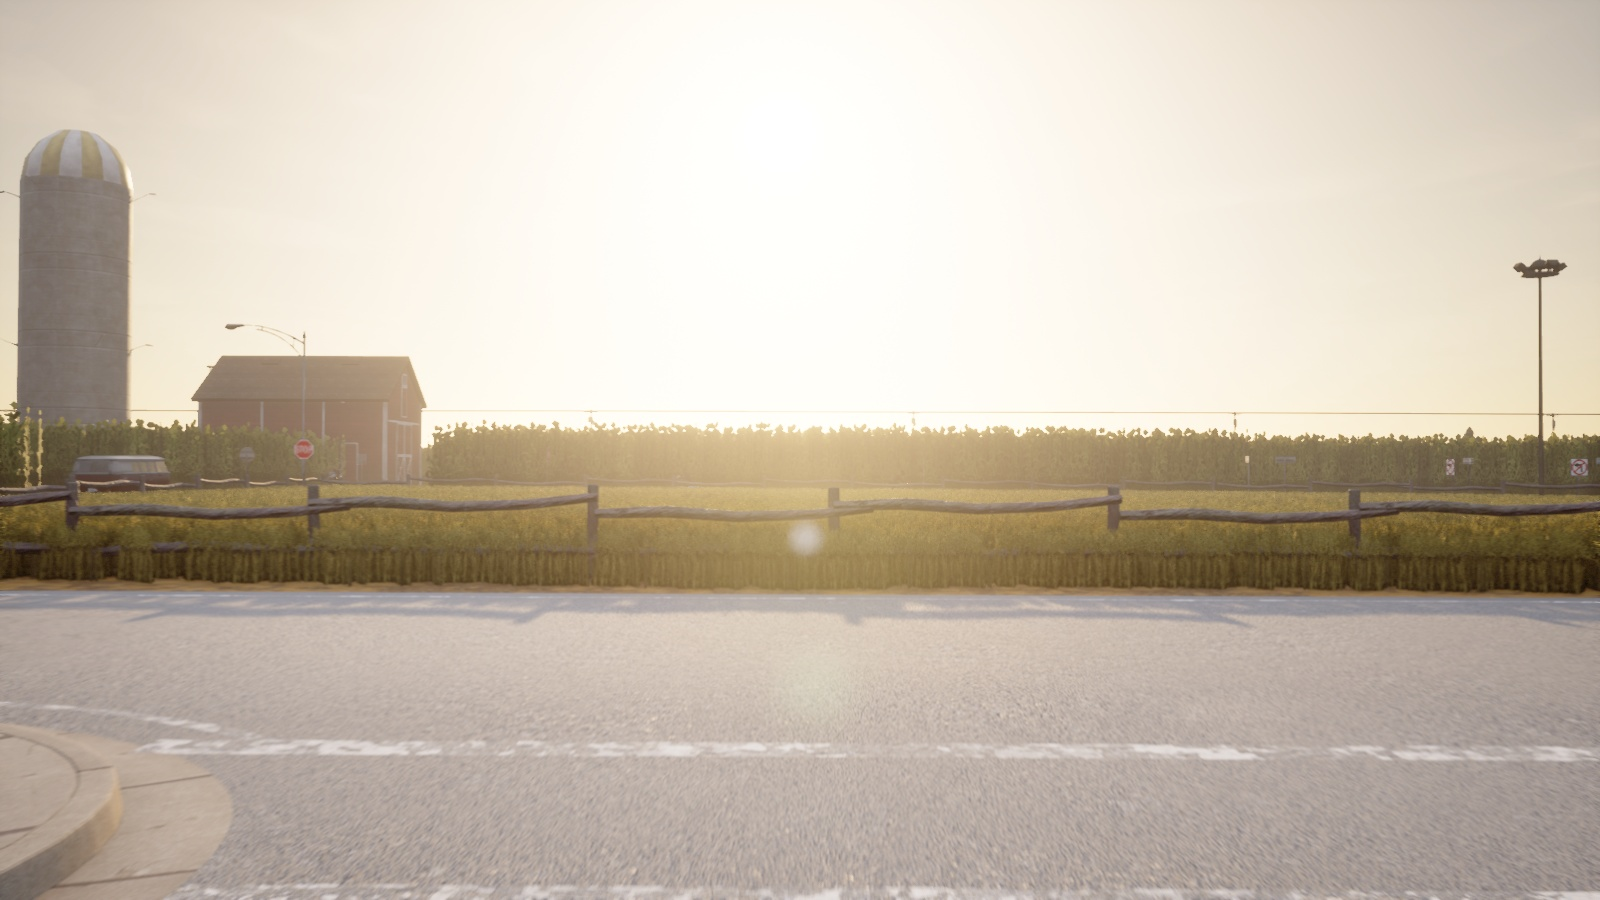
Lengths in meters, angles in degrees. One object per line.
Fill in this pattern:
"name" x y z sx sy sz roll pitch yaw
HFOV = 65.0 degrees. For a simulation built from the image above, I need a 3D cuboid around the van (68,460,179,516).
"van" -25.445 1.396 47.396 1.775 1.987 4.442 0 -1 0
